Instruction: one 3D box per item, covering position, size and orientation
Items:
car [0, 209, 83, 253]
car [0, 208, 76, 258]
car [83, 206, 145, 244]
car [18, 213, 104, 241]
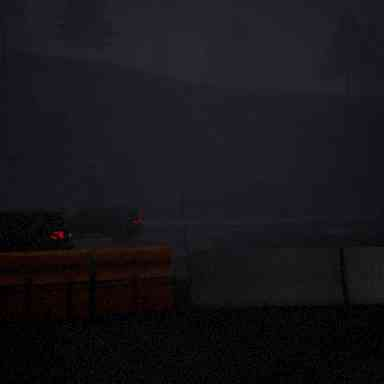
[{"bbox_3d":[-7.066,1.697,11.758,5.566,2.045,2.150,-1,-2,-6],"label":"car"},{"bbox_3d":[-8.399,1.817,15.120,5.566,2.045,2.150,-1,-2,-6],"label":"car"},{"bbox_3d":[-5.479,1.866,18.938,5.566,2.045,2.150,-1,-2,-5],"label":"car"},{"bbox_3d":[-8.562,2.270,22.097,5.008,1.535,1.882,-1,-2,-6],"label":"car"}]
